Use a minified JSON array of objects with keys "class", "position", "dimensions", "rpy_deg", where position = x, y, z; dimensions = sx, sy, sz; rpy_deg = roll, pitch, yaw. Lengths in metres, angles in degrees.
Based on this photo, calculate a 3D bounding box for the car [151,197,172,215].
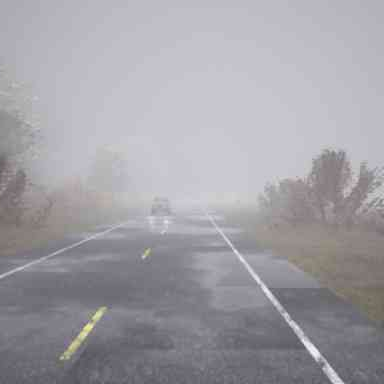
[{"class":"car","position":[-3.508,1.569,38.991],"dimensions":[2.150,2.045,5.566],"rpy_deg":[0,-1,0]}]
